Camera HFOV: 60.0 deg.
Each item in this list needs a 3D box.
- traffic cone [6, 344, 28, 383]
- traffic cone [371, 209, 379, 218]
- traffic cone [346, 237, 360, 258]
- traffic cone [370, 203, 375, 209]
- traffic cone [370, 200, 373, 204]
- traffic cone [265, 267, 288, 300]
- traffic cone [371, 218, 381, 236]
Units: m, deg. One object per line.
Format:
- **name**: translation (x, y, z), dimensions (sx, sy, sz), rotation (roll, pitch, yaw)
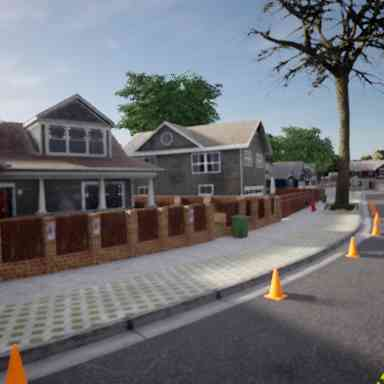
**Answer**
- **traffic cone**: translation (-1.902, 1.947, 3.593), dimensions (0.340, 0.580, 0.340), rotation (-2, 1, -37)
- **traffic cone**: translation (10.026, 1.378, 18.020), dimensions (0.340, 0.580, 0.340), rotation (-1, 1, 27)
- **traffic cone**: translation (4.886, 1.653, 10.101), dimensions (0.340, 0.580, 0.340), rotation (-1, 1, 40)
- **traffic cone**: translation (12.310, 1.240, 22.466), dimensions (0.340, 0.580, 0.340), rotation (-1, 1, 27)
- **traffic cone**: translation (14.594, 1.102, 26.911), dimensions (0.340, 0.580, 0.340), rotation (-1, 1, 27)
- **traffic cone**: translation (1.680, 1.799, 6.651), dimensions (0.340, 0.580, 0.340), rotation (-3, 1, -44)
- **traffic cone**: translation (7.674, 1.513, 13.898), dimensions (0.340, 0.580, 0.340), rotation (-1, 1, 33)
